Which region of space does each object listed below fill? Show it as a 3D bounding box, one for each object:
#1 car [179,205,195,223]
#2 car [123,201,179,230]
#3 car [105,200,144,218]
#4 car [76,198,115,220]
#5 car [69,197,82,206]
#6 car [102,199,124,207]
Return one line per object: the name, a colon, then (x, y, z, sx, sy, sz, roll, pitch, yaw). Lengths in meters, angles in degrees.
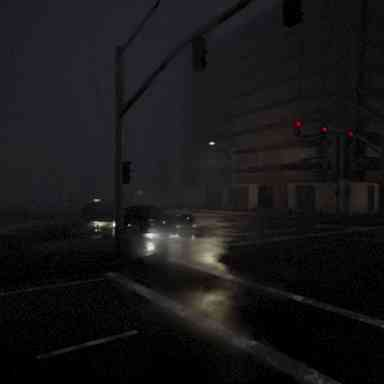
car: (-1.648, 1.661, 26.214, 1.812, 1.442, 4.674, 0, 0, -36)
car: (-3.104, 1.620, 22.189, 1.837, 1.490, 4.892, 0, 0, -35)
car: (-6.891, 1.628, 33.555, 2.128, 1.511, 4.902, 0, 0, -35)
car: (-8.428, 1.593, 29.677, 1.882, 1.535, 5.008, 0, 0, -35)
car: (-20.245, 1.650, 58.714, 2.128, 1.511, 4.902, 0, 0, -35)
car: (-13.020, 1.779, 54.595, 1.895, 1.301, 4.718, 0, 0, -36)
